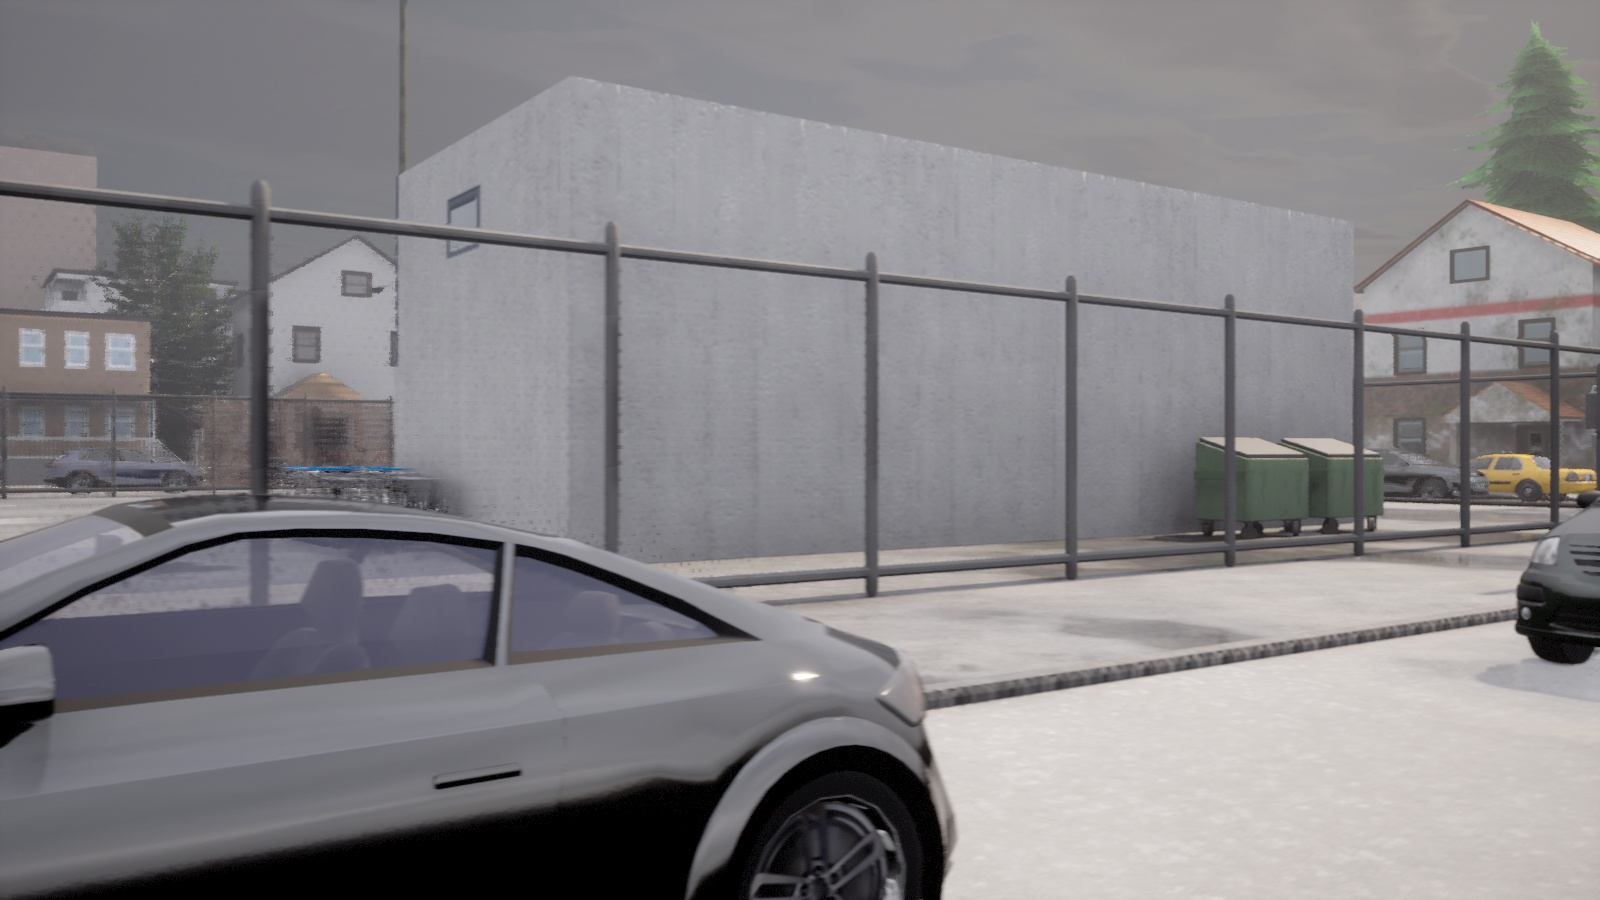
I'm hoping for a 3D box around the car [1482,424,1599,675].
[{"bbox_3d":[6.883,0.638,9.070,3.988,1.617,1.851,0,0,-35],"label":"car"}]

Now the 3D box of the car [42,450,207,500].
[{"bbox_3d":[-23.273,0.824,43.316,4.856,1.649,2.033,0,0,-34],"label":"car"}]

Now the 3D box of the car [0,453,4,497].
[{"bbox_3d":[-30.374,0.873,43.225,4.902,1.511,2.128,0,0,-36],"label":"car"}]

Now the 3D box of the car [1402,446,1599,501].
[{"bbox_3d":[21.510,0.684,38.442,1.801,1.575,5.366,0,0,-35],"label":"car"}]

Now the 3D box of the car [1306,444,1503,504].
[{"bbox_3d":[17.673,0.686,36.977,2.033,1.649,4.856,0,0,-34],"label":"car"}]

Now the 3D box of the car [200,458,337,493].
[{"bbox_3d":[-21.017,0.998,49.741,4.718,1.301,1.895,0,0,-35],"label":"car"}]

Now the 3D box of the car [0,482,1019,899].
[{"bbox_3d":[-1.654,0.820,3.160,4.181,1.385,1.994,0,0,-36],"label":"car"}]

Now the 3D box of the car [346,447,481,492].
[{"bbox_3d":[-15.080,0.722,49.047,4.611,1.667,2.242,0,0,-33],"label":"car"}]
